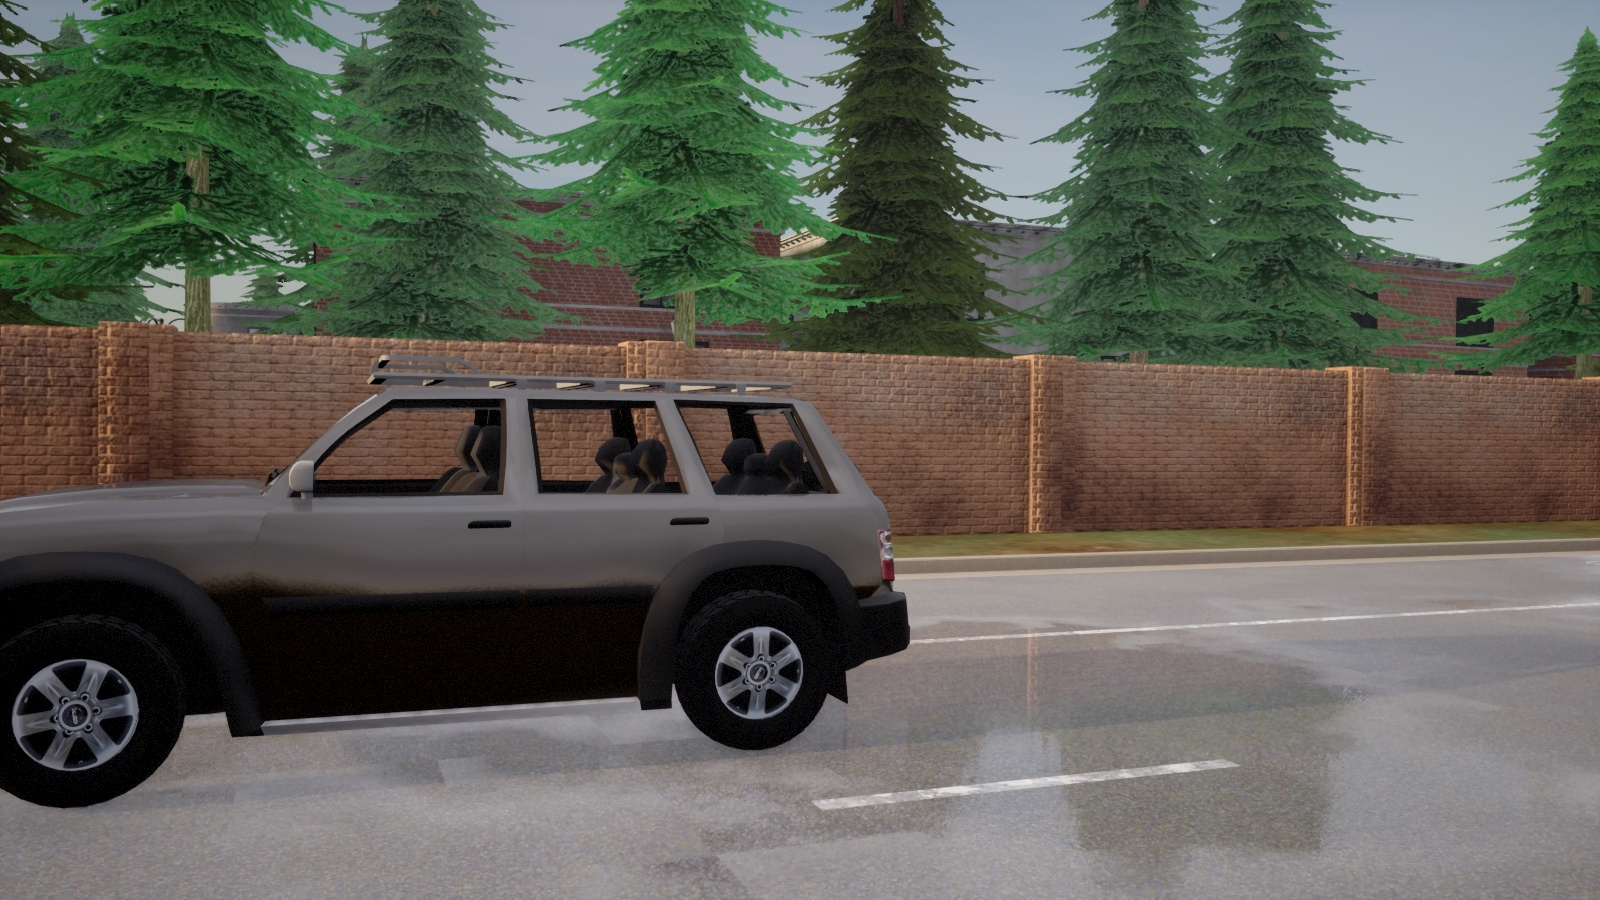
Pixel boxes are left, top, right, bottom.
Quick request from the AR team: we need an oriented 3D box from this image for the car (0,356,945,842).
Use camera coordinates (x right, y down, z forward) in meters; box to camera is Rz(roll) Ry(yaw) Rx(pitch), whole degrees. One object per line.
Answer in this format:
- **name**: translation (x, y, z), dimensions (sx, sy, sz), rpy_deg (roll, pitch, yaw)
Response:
- **car**: translation (-1.788, 0.532, 6.300), dimensions (4.605, 1.855, 1.932), rpy_deg (-1, 1, -21)
